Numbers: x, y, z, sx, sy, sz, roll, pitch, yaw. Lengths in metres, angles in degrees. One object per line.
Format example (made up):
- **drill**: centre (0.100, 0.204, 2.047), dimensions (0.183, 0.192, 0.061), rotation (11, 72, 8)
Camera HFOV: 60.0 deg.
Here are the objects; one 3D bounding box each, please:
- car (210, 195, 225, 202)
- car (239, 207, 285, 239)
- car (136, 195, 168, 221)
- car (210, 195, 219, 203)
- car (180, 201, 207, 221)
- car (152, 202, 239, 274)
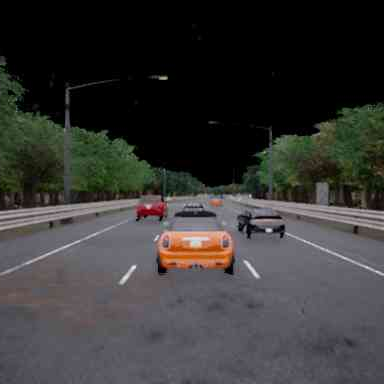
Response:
- **car**: centre (4.405, 1.655, 61.253), dimensions (2.097, 1.767, 4.553), rotation (0, -1, 3)
- **car**: centre (3.498, 1.528, 17.538), dimensions (2.128, 1.511, 4.902), rotation (0, 0, 0)
- **car**: centre (-3.335, 1.312, 28.502), dimensions (2.150, 2.045, 5.566), rotation (0, 0, 1)
- **car**: centre (5.579, 1.769, 83.125), dimensions (2.150, 2.045, 5.566), rotation (0, -1, 4)
- **car**: centre (0.163, 1.585, 29.103), dimensions (2.128, 1.511, 4.902), rotation (0, 0, 1)
- **car**: centre (0.099, 1.374, 10.791), dimensions (2.097, 1.767, 4.553), rotation (0, 0, 0)
